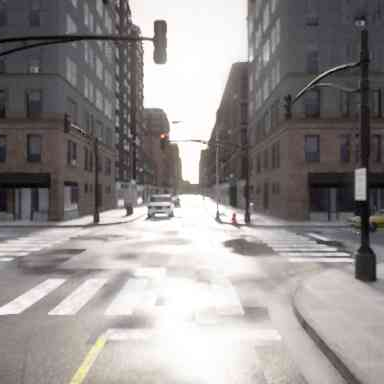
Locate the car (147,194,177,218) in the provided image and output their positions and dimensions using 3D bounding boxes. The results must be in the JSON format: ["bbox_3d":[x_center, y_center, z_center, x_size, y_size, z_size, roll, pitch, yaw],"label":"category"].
[{"bbox_3d":[-2.843,1.272,31.045,2.150,2.045,5.566,0,0,0],"label":"car"}]

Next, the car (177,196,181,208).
[{"bbox_3d":[-2.798,1.432,50.839,2.097,1.767,4.553,0,0,0],"label":"car"}]

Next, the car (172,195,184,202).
[{"bbox_3d":[-2.740,1.251,66.161,2.033,1.411,5.357,0,0,0],"label":"car"}]

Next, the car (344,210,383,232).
[{"bbox_3d":[11.637,1.591,19.693,4.829,1.417,1.752,0,0,0],"label":"car"}]
